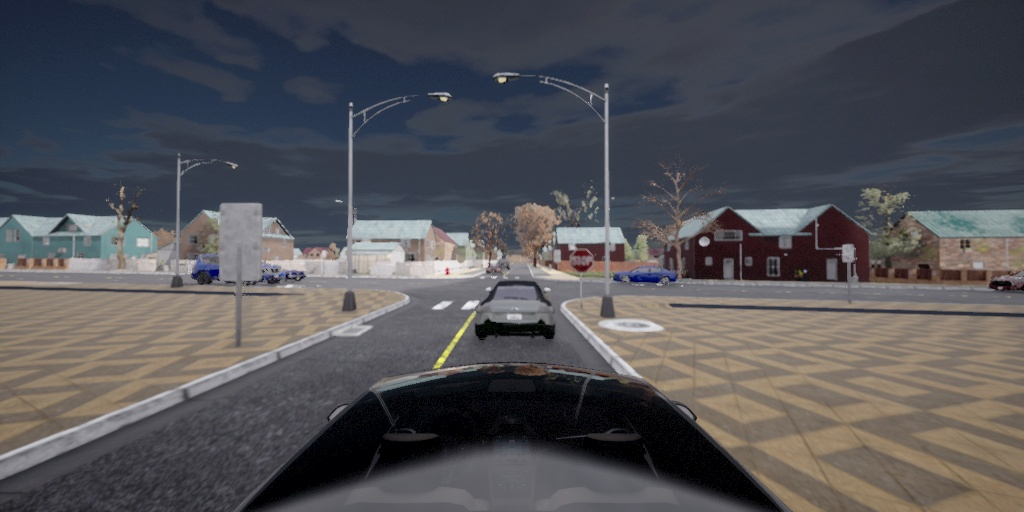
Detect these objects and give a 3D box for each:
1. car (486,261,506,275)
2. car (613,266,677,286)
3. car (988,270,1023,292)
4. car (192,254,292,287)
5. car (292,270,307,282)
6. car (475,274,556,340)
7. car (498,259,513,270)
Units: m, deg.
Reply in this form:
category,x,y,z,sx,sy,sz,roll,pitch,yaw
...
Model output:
category,x,y,z,sx,sy,sz,roll,pitch,yaw
car,-2.227,1.662,46.315,1.994,1.385,4.181,0,0,2
car,11.007,1.608,29.890,5.008,1.535,1.882,1,-1,8
car,38.259,1.800,26.158,4.553,1.767,2.097,1,-1,8
car,-18.126,0.925,23.820,5.566,2.045,2.150,0,-1,8
car,-18.163,1.352,27.098,4.718,1.301,1.895,0,-1,8
car,0.158,1.375,10.191,1.994,1.385,4.181,0,0,3
car,-1.534,1.485,64.129,2.150,2.045,5.566,0,-1,3
